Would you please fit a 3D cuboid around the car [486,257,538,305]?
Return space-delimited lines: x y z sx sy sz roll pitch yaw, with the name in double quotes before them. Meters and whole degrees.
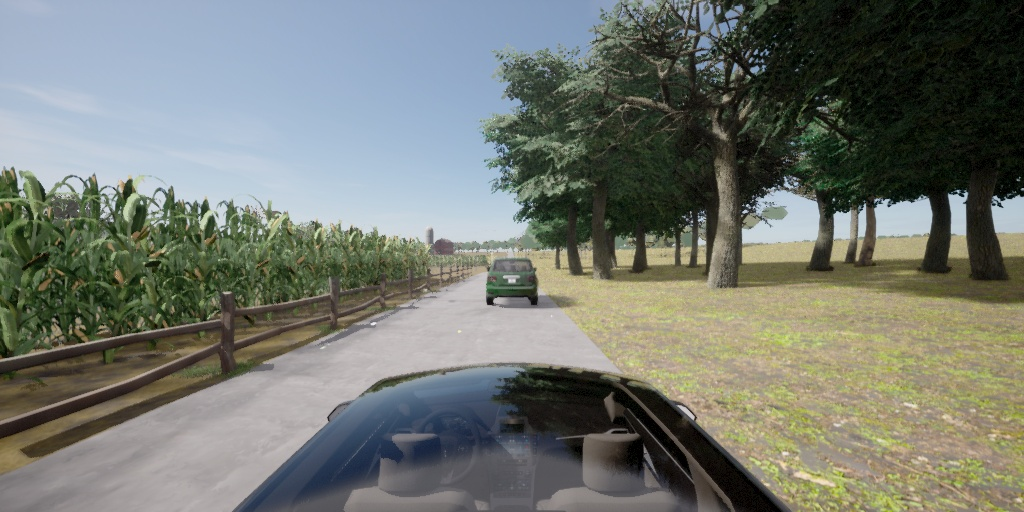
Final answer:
"car" 0.000 1.082 16.539 2.150 2.045 5.566 0 -1 0
